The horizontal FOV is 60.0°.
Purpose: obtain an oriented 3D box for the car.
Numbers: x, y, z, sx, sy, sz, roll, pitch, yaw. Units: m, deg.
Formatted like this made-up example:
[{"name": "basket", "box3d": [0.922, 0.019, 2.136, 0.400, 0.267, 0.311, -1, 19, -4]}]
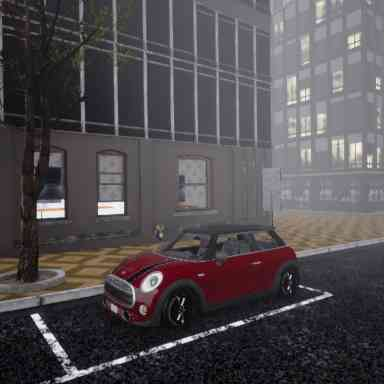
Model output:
[{"name": "car", "box3d": [0.295, 1.439, 6.800, 4.097, 1.590, 1.967, 0, -1, -36]}]
